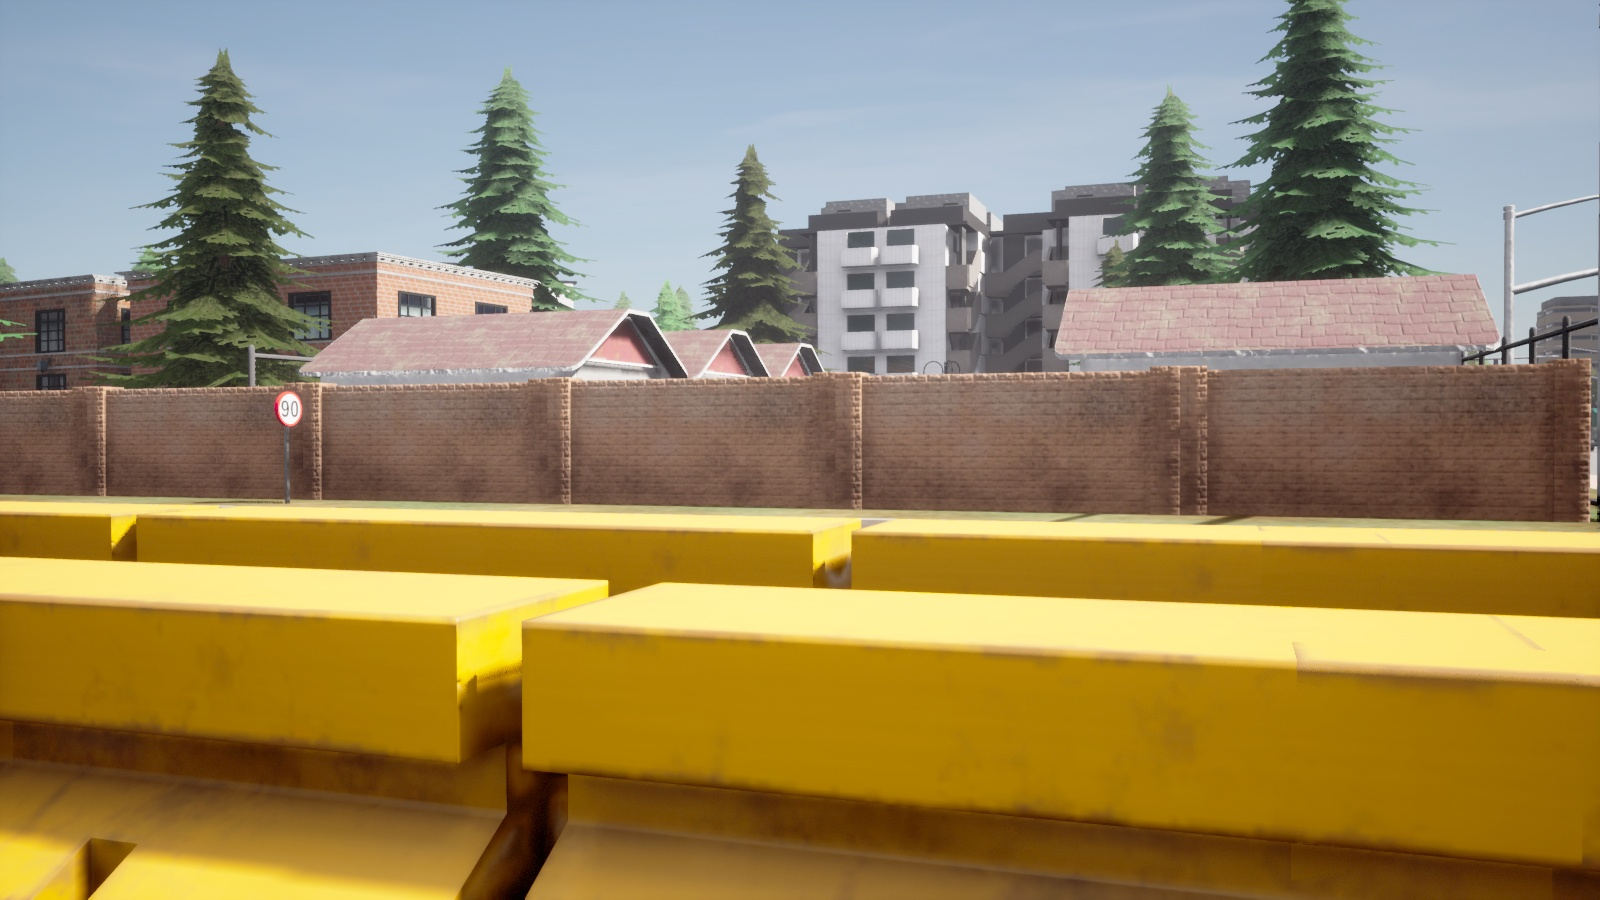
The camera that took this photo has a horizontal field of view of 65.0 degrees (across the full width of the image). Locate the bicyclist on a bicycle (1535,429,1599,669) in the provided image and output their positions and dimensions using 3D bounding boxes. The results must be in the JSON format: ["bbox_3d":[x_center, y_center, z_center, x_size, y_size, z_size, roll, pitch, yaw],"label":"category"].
[{"bbox_3d":[6.016,0.665,8.553,1.656,1.620,0.582,0,1,19],"label":"bicyclist on a bicycle"}]
